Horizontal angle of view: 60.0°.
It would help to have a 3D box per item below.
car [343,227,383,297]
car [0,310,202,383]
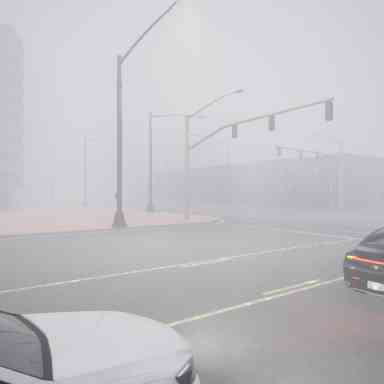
[{"bbox_3d":[5.399,1.505,7.590,4.892,1.490,1.837,0,0,-35],"label":"car"},{"bbox_3d":[-2.080,1.526,2.264,4.674,1.442,1.812,0,0,-35],"label":"car"}]
